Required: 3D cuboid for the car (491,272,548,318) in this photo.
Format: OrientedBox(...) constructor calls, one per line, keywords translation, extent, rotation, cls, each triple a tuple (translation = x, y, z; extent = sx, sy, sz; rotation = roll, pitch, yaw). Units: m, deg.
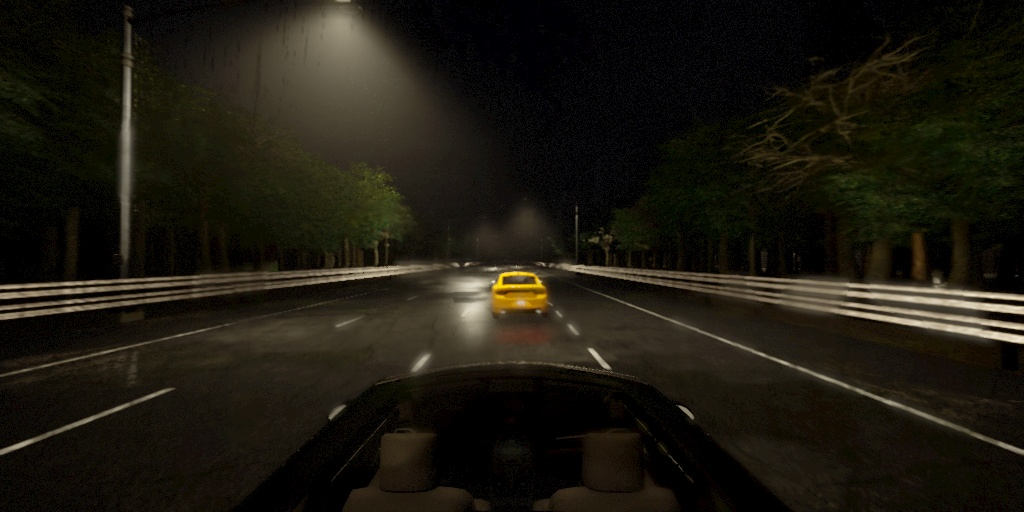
OrientedBox(translation=(0.222, 1.368, 13.834), extent=(1.882, 1.535, 5.008), rotation=(0, -1, -2), cls="car")
